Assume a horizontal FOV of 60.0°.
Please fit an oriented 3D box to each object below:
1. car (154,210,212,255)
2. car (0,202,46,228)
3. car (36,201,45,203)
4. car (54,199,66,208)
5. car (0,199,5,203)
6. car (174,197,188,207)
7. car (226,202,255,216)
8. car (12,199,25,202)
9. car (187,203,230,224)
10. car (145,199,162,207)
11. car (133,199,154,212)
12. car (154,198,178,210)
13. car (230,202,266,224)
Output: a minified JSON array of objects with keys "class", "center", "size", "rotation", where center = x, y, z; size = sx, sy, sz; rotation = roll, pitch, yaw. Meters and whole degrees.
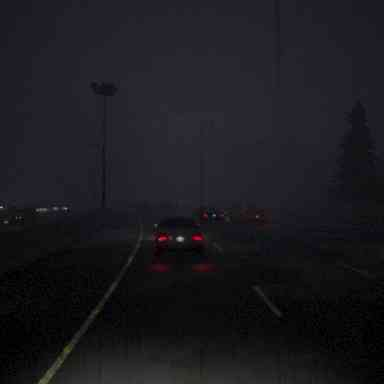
[{"class":"car","center":[-0.611,1.699,14.024],"size":[2.033,1.411,5.357],"rotation":[0,-1,-5]},{"class":"car","center":[-12.711,1.754,24.436],"size":[2.128,1.511,4.902],"rotation":[0,-1,-10]},{"class":"car","center":[-27.644,2.246,60.516],"size":[1.895,1.301,4.718],"rotation":[0,-1,-25]},{"class":"car","center":[-24.963,2.150,63.011],"size":[1.882,1.535,5.008],"rotation":[0,-1,-25]},{"class":"car","center":[-38.628,2.178,66.378],"size":[2.128,1.511,4.902],"rotation":[0,-1,-30]},{"class":"car","center":[-2.586,1.919,65.367],"size":[2.150,2.045,5.566],"rotation":[0,-1,-24]},{"class":"car","center":[5.746,1.951,39.827],"size":[1.812,1.442,4.674],"rotation":[0,-1,-14]},{"class":"car","center":[-34.367,2.185,65.942],"size":[1.837,1.490,4.892],"rotation":[0,-1,-28]},{"class":"car","center":[1.222,1.841,27.384],"size":[2.033,1.411,5.357],"rotation":[0,-1,-10]},{"class":"car","center":[-7.884,2.223,67.990],"size":[1.837,1.490,4.892],"rotation":[0,-3,-26]},{"class":"car","center":[-7.188,1.994,46.984],"size":[2.128,1.511,4.902],"rotation":[0,-1,-18]},{"class":"car","center":[-3.995,1.994,48.356],"size":[1.882,1.535,5.008],"rotation":[0,-1,-17]},{"class":"car","center":[4.627,1.780,28.288],"size":[1.882,1.535,5.008],"rotation":[0,-1,-10]}]
